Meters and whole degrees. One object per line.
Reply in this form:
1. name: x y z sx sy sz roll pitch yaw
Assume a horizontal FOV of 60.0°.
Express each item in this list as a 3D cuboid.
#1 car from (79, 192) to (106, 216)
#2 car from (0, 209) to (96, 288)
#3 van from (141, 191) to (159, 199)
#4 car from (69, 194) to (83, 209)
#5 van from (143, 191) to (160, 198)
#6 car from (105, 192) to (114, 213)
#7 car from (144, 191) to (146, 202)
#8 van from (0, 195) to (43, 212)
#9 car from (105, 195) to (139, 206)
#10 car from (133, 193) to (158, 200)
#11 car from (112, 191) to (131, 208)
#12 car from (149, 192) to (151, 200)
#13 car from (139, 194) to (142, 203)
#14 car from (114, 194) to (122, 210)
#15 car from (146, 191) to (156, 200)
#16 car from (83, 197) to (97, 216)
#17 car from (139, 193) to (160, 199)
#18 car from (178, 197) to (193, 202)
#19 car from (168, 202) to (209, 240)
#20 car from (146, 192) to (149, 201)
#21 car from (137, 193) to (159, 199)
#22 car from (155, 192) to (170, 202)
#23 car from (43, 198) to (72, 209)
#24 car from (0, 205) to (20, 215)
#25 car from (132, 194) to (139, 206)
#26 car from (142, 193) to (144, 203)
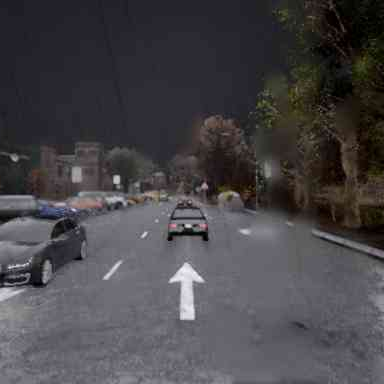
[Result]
1. car: -9.948 1.173 28.207 4.553 1.767 2.185 -1 1 -21
2. car: -4.305 1.445 9.175 1.837 1.490 4.892 0 0 -1
3. van: -11.452 0.714 91.172 4.442 1.987 1.878 -1 1 -22
4. car: -9.897 1.217 22.190 4.553 1.767 2.185 -1 0 -21
5. van: -11.544 0.664 94.171 4.442 1.987 1.878 -1 1 -22
6. car: -10.004 1.153 31.208 4.553 1.767 2.185 -1 1 -21
7. car: -10.514 1.023 55.209 4.553 1.767 2.185 -1 0 -21
8. van: -9.852 1.162 16.140 4.442 1.987 1.878 -1 1 -21
9. car: -10.363 1.215 49.213 4.674 1.452 2.002 -1 1 -21
10. car: -10.761 1.063 76.287 5.366 1.575 1.946 -1 0 -21
11. car: -10.124 0.989 37.220 5.566 2.045 2.435 -1 0 -21
12. car: -10.603 1.163 61.220 4.674 1.452 2.002 -1 0 -21
13. car: -10.302 0.939 46.234 5.566 2.045 2.435 -1 0 -21
14. car: -10.066 1.289 34.222 4.792 1.488 2.163 -1 0 -21
15. car: -10.802 1.092 70.218 4.892 1.521 2.231 -1 0 -21
16. car: -9.922 1.360 25.199 4.674 1.452 2.002 -1 0 -21
17. car: -11.257 0.987 88.232 5.008 1.535 2.097 -1 1 -22
18. car: -0.898 1.298 43.811 1.895 1.301 4.718 0 0 -1
19. car: -0.215 1.427 16.184 2.033 1.411 5.357 0 0 -1
20. car: -10.513 1.164 58.230 4.792 1.488 2.163 -1 0 -21
21. car: -11.332 1.029 85.162 5.366 1.575 1.946 -1 1 -21
22. car: -5.350 1.144 62.880 1.812 1.442 4.674 0 0 -1
23. car: -9.795 1.363 19.189 5.008 1.535 2.097 -1 1 -21
24. car: -9.682 1.448 13.188 4.674 1.452 2.002 -1 0 -21
25. car: -10.083 1.200 43.282 5.366 1.575 1.946 -1 0 -21
26. car: -10.457 1.036 52.208 4.553 1.767 2.185 -1 0 -21
